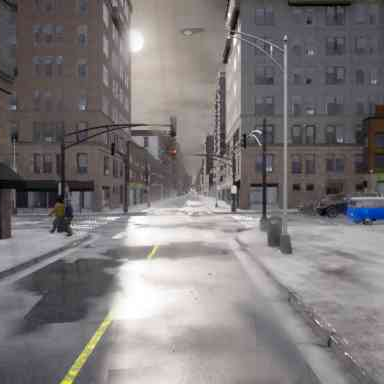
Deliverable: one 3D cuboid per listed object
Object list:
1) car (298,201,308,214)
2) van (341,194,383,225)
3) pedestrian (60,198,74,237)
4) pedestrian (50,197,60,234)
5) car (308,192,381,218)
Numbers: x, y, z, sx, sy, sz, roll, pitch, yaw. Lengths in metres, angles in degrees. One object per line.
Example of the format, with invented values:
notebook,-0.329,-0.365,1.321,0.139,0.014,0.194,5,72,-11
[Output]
car,12.237,1.117,30.077,5.009,1.841,2.192,-1,1,0
van,12.217,1.203,21.553,3.998,1.788,1.690,-1,1,0
pedestrian,-5.652,1.139,15.239,0.375,1.860,0.375,0,0,0
pedestrian,-6.363,1.139,15.857,0.375,1.860,0.375,0,0,0
car,12.915,1.034,27.427,5.566,2.045,2.150,-1,0,0
